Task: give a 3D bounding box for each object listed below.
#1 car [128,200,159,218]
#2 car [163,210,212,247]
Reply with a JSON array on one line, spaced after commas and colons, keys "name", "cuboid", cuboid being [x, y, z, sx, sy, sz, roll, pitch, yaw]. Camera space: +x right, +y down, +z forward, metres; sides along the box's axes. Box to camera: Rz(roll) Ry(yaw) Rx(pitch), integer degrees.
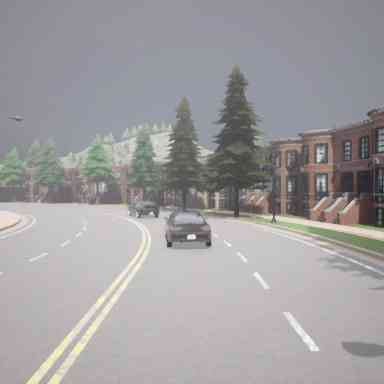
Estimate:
[{"name": "car", "cuboid": [-4.391, 1.514, 29.770, 1.837, 1.490, 4.892, 0, 0, -25]}, {"name": "car", "cuboid": [-0.260, 1.530, 14.825, 1.812, 1.442, 4.674, 0, 0, -6]}]
